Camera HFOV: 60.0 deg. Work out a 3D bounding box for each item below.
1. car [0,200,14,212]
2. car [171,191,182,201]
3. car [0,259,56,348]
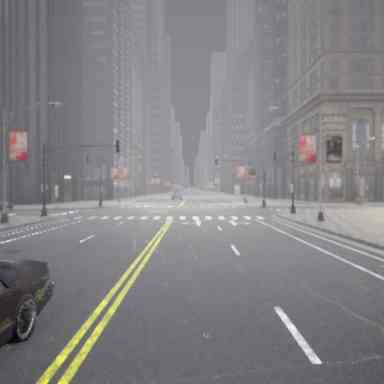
[{"bbox_3d":[-23.978,1.627,40.117,4.507,1.381,1.887,-1,1,0],"label":"car"},{"bbox_3d":[-3.244,0.832,71.160,2.150,2.045,5.566,0,0,0],"label":"car"},{"bbox_3d":[-3.349,1.529,3.626,2.033,1.411,5.357,0,0,0],"label":"car"}]
